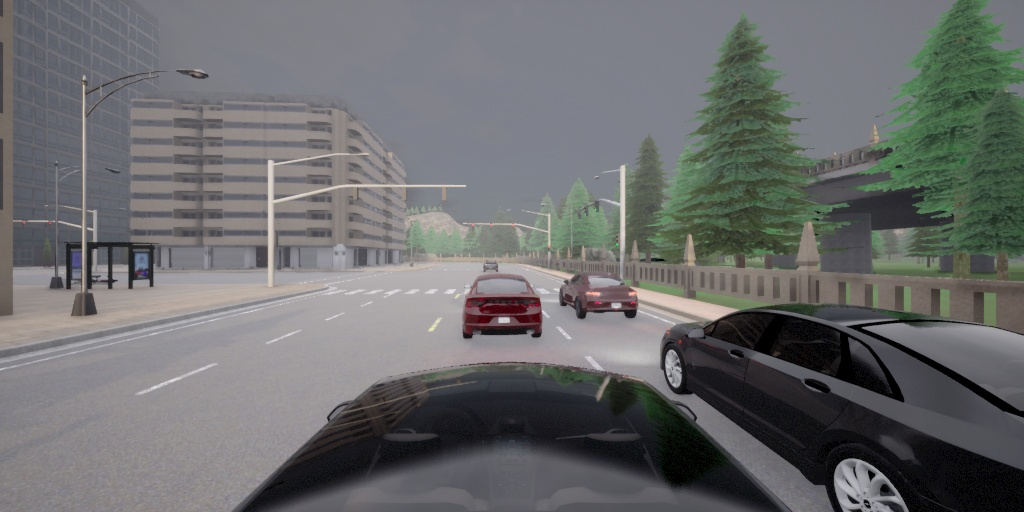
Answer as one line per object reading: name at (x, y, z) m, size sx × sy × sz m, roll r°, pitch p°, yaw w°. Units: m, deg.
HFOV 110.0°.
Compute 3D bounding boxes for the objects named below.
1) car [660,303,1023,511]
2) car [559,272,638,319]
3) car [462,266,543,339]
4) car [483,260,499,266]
car at (3.257, 1.255, 3.763) m, size 1.837 × 1.490 × 4.892 m, roll 0°, pitch 0°, yaw 0°
car at (2.920, 1.276, 12.753) m, size 1.812 × 1.442 × 4.674 m, roll 0°, pitch 0°, yaw -3°
car at (-0.342, 1.228, 10.178) m, size 1.882 × 1.535 × 5.008 m, roll 0°, pitch 0°, yaw -4°
car at (-2.720, 1.242, 45.921) m, size 2.128 × 1.511 × 4.902 m, roll 0°, pitch 0°, yaw -4°
